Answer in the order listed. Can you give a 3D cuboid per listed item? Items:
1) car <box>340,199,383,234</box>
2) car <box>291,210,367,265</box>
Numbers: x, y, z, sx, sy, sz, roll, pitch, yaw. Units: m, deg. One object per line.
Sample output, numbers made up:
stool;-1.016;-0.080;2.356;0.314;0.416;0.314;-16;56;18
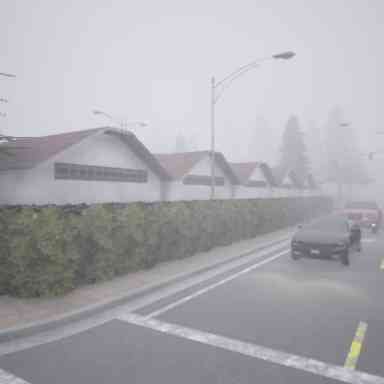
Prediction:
car;11.083;1.463;21.702;2.150;2.045;5.566;0;0;34
car;5.316;1.666;12.825;1.882;1.535;5.008;0;0;33
